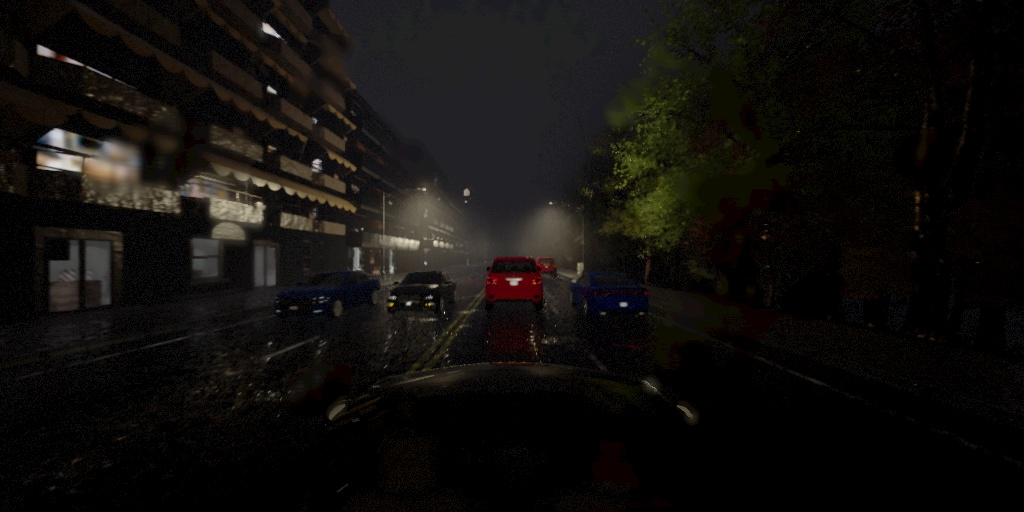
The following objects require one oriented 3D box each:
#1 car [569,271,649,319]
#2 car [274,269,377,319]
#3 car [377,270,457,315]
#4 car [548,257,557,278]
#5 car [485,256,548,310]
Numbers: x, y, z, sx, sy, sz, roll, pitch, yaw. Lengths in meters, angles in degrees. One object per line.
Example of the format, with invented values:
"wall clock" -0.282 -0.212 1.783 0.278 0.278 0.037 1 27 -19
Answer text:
"car" 3.318 1.279 13.086 1.882 1.535 5.008 0 0 0
"car" -6.577 1.282 13.362 1.882 1.535 5.008 0 1 1
"car" -3.326 1.313 14.012 1.837 1.490 4.892 0 -1 0
"car" 3.351 1.142 37.488 2.150 2.045 5.566 0 0 0
"car" 0.082 1.035 15.171 2.150 2.045 5.566 0 0 0
